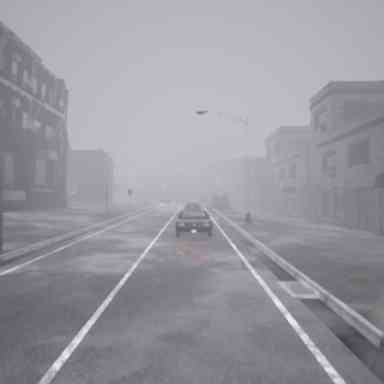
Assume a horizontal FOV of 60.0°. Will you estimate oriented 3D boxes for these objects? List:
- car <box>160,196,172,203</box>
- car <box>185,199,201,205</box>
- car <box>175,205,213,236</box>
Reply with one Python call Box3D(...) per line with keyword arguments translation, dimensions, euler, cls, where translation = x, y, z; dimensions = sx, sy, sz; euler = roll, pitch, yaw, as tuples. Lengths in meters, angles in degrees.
Box3D(translation=(-5.547, 1.591, 70.463), dimensions=(1.882, 1.535, 5.008), euler=(0, 0, -16), cls="car")
Box3D(translation=(0.091, 1.600, 40.740), dimensions=(1.812, 1.442, 4.674), euler=(0, 0, 0), cls="car")
Box3D(translation=(0.096, 1.635, 18.540), dimensions=(1.895, 1.301, 4.718), euler=(0, 0, 0), cls="car")
